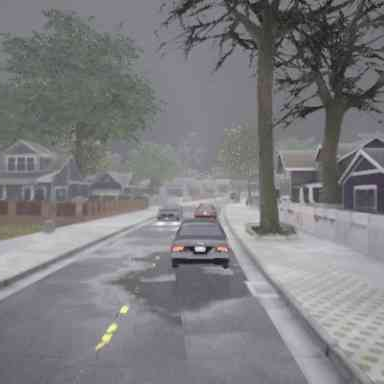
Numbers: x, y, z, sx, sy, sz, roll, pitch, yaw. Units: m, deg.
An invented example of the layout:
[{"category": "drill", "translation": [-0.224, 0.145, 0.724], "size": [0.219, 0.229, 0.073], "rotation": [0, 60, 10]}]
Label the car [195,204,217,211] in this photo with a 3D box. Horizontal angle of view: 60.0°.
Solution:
[{"category": "car", "translation": [1.232, 1.724, 29.377], "size": [1.994, 1.385, 4.181], "rotation": [0, 0, 4]}]

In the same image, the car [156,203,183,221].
[{"category": "car", "translation": [-1.779, 1.703, 28.733], "size": [2.033, 1.411, 5.357], "rotation": [0, 0, 4]}]

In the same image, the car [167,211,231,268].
[{"category": "car", "translation": [0.302, 1.625, 11.599], "size": [2.033, 1.411, 5.357], "rotation": [0, 0, 2]}]
